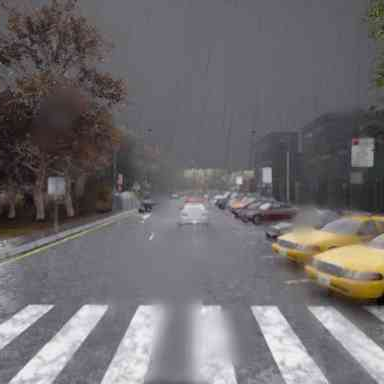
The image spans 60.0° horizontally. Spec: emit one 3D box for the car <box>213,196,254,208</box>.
[{"bbox_3d":[5.458,1.271,43.588,4.792,1.488,2.163,1,1,-20],"label":"car"}]

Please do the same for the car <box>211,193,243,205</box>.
[{"bbox_3d":[5.516,1.082,52.602,4.553,1.767,2.185,1,0,-20],"label":"car"}]

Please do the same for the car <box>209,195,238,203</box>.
[{"bbox_3d":[5.585,1.231,58.612,4.674,1.452,2.002,1,0,-20],"label":"car"}]

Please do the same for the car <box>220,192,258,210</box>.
[{"bbox_3d":[5.441,1.172,31.597,4.553,1.767,2.185,1,1,-20],"label":"car"}]

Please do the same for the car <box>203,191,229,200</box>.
[{"bbox_3d":[5.688,0.886,79.660,5.566,2.045,2.435,1,0,-20],"label":"car"}]

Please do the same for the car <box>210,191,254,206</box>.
[{"bbox_3d":[5.436,1.016,37.571,5.566,2.045,2.435,1,1,-20],"label":"car"}]

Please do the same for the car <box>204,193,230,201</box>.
[{"bbox_3d":[5.476,1.147,73.568,5.366,1.575,1.946,1,0,-20],"label":"car"}]

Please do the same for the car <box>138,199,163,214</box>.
[{"bbox_3d":[-3.895,1.373,31.872,1.994,1.385,4.181,0,0,0],"label":"car"}]

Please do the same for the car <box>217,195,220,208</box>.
[{"bbox_3d":[5.423,1.322,34.595,4.674,1.452,2.002,1,0,-20],"label":"car"}]

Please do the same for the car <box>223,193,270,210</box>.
[{"bbox_3d":[5.423,1.188,28.596,4.553,1.767,2.185,1,1,-20],"label":"car"}]

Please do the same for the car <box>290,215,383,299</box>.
[{"bbox_3d":[5.141,1.437,7.519,5.366,1.575,1.946,1,1,-20],"label":"car"}]

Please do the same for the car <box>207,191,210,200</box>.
[{"bbox_3d":[5.484,0.978,46.588,5.566,2.045,2.435,1,1,-20],"label":"car"}]

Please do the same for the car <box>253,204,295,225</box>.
[{"bbox_3d":[5.334,1.405,13.585,4.892,1.521,2.231,1,1,-20],"label":"car"}]

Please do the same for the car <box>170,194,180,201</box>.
[{"bbox_3d":[-3.777,1.128,73.192,1.812,1.442,4.674,0,0,0],"label":"car"}]

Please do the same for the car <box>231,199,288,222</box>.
[{"bbox_3d":[5.361,1.388,22.586,4.674,1.452,2.002,1,1,-20],"label":"car"}]

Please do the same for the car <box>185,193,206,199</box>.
[{"bbox_3d":[0.231,1.122,39.962,2.097,1.767,4.553,0,0,0],"label":"car"}]

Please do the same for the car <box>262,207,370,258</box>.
[{"bbox_3d":[5.145,1.418,10.521,5.366,1.575,1.946,1,1,-20],"label":"car"}]

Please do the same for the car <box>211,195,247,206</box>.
[{"bbox_3d":[5.502,1.248,49.589,4.792,1.488,2.163,1,0,-20],"label":"car"}]

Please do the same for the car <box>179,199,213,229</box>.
[{"bbox_3d":[0.147,1.399,20.660,1.812,1.442,4.674,0,0,0],"label":"car"}]

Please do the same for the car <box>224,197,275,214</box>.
[{"bbox_3d":[5.346,1.359,25.577,4.792,1.488,2.163,1,1,-20],"label":"car"}]

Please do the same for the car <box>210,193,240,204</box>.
[{"bbox_3d":[5.535,1.073,55.604,4.553,1.767,2.185,1,0,-20],"label":"car"}]
